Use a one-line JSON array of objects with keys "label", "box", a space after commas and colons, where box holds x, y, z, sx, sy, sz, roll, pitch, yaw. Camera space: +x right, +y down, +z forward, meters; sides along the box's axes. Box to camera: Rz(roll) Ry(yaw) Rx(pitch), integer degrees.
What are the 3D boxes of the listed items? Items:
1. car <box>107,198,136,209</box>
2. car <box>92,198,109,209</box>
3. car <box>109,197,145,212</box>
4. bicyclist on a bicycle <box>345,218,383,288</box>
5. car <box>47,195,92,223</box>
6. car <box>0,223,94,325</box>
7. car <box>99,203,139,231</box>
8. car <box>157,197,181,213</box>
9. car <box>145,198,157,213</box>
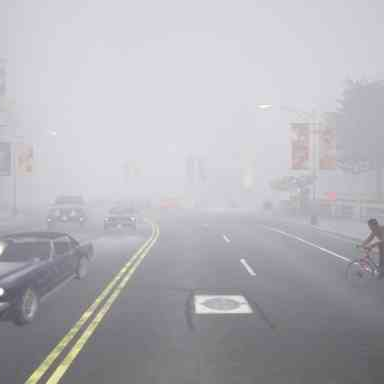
[{"label": "car", "box": [-9.977, 1.564, 46.630, 4.181, 1.385, 1.994, 0, 0, 45]}, {"label": "car", "box": [-12.241, 1.505, 44.094, 4.892, 1.490, 1.837, 0, 0, 44]}, {"label": "car", "box": [-5.057, 1.206, 25.465, 1.994, 1.385, 4.181, 0, 0, -16]}, {"label": "bicyclist on a bicycle", "box": [4.415, 1.449, 7.826, 1.656, 1.620, 0.582, 0, 0, -1]}, {"label": "car", "box": [-8.283, 1.218, 22.663, 2.150, 2.045, 5.566, 0, 0, -14]}, {"label": "car", "box": [-3.675, 1.601, 7.188, 1.895, 1.301, 4.718, 0, 0, -1]}, {"label": "car", "box": [-4.418, 1.601, 20.807, 1.895, 1.301, 4.718, 0, 0, -9]}, {"label": "car", "box": [-3.020, 1.352, 37.595, 2.097, 1.767, 4.553, 0, 0, -29]}, {"label": "car", "box": [-6.016, 1.352, 36.064, 2.097, 1.767, 4.553, 0, 0, -31]}]
